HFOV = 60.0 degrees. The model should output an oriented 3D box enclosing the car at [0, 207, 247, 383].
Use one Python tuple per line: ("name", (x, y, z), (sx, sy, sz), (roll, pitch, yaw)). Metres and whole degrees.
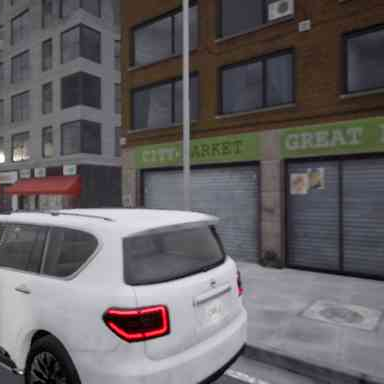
("car", (-1.949, 1.247, 4.834), (5.566, 2.045, 2.150), (0, 0, 36))
